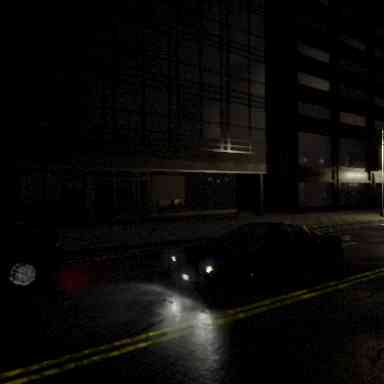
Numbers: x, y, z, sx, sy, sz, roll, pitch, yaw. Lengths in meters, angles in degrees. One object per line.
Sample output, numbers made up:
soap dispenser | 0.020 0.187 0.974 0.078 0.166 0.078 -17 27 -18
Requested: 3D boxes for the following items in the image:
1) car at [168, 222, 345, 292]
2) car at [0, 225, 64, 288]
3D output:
car | 2.022 1.547 9.114 5.357 1.411 2.033 0 0 -35
car | -5.634 1.477 7.649 5.008 1.535 1.882 0 0 -35
